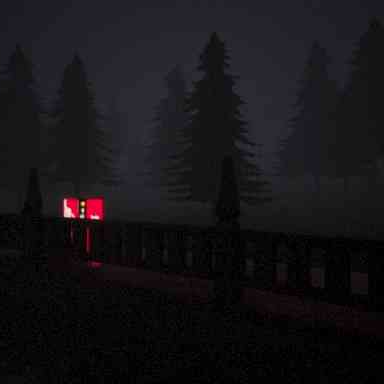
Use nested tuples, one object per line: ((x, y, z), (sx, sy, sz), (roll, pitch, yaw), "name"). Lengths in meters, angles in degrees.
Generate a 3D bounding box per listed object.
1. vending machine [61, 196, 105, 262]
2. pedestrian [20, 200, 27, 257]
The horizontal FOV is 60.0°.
((-3.702, 1.195, 11.340), (0.880, 2.100, 1.100), (0, 0, 30), "vending machine")
((-5.244, 1.141, 10.556), (0.375, 1.860, 0.375), (0, 0, 30), "pedestrian")
